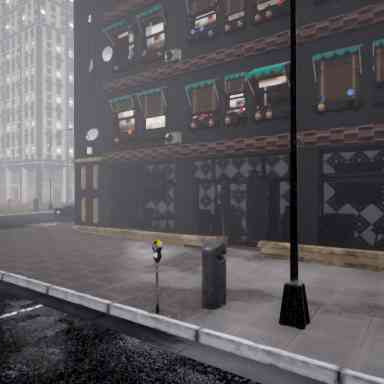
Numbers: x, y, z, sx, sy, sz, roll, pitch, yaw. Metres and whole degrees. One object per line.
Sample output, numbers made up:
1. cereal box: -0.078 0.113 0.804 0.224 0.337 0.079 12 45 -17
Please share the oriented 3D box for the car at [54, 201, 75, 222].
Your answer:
1. car: -7.286 1.279 22.789 1.947 1.339 4.313 1 1 35
